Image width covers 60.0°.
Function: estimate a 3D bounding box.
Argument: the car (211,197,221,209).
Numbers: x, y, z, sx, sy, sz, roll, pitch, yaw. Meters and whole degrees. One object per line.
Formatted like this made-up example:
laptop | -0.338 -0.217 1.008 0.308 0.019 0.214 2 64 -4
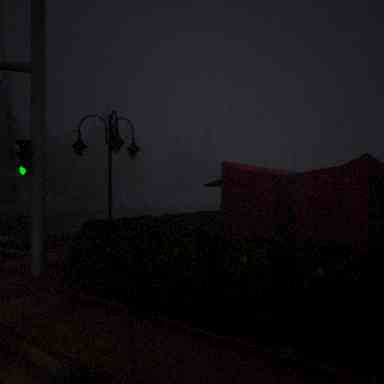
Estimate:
car | 4.332 1.300 42.426 2.097 1.767 4.553 0 0 36
